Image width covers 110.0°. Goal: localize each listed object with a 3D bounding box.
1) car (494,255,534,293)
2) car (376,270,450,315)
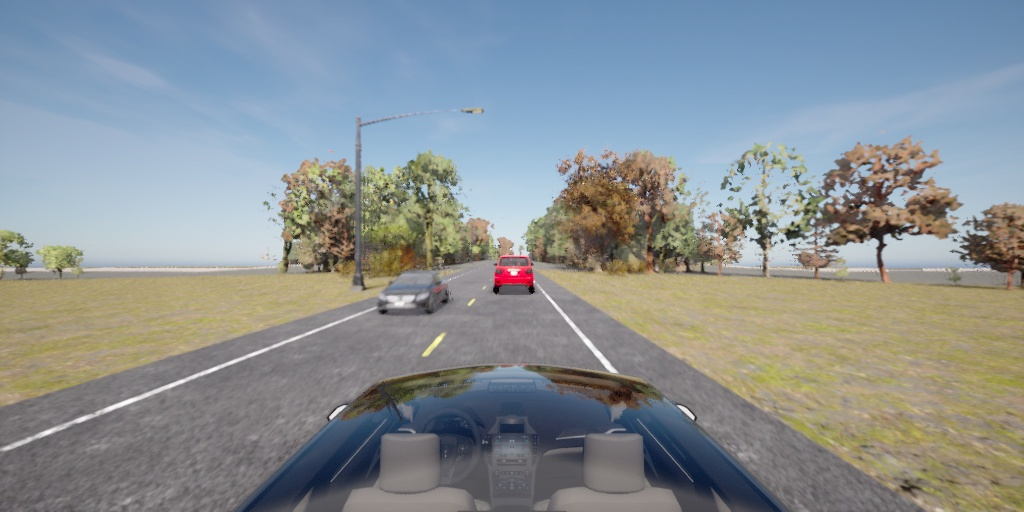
[{"bbox_3d":[0.102,0.972,21.129,2.150,2.045,5.566,0,0,0],"label":"car"},{"bbox_3d":[-3.588,1.276,13.797,1.812,1.442,4.674,0,0,0],"label":"car"}]
